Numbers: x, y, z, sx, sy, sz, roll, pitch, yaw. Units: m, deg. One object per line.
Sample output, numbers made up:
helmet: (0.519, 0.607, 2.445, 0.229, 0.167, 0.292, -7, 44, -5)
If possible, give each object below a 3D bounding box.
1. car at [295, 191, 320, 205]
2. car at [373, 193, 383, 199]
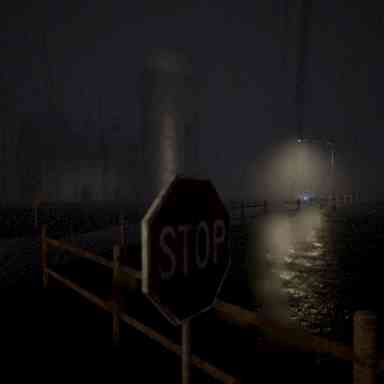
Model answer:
car: (16.993, 0.880, 48.649, 2.150, 2.045, 5.566, -1, 0, 37)
car: (42.499, 0.945, 75.423, 2.033, 1.411, 5.357, -1, 0, 42)
